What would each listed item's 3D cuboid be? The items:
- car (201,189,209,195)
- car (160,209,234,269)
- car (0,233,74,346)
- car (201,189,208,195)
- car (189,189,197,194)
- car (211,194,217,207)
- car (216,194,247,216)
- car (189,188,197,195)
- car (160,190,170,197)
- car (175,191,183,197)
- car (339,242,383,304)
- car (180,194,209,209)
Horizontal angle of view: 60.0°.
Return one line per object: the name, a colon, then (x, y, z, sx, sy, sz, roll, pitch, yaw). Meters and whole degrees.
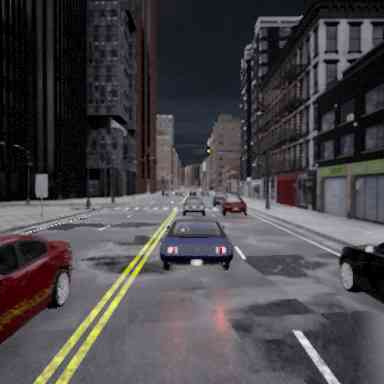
car: (3.462, 0.374, 84.837, 2.033, 1.411, 5.357, 0, 1, 0)
car: (0.124, 1.449, 10.528, 1.895, 1.301, 4.718, 0, 1, 0)
car: (-3.341, 1.403, 4.757, 1.882, 1.535, 5.008, 0, 1, 0)
car: (3.488, 0.034, 95.252, 1.837, 1.490, 4.892, 0, 1, 0)
car: (0.212, 0.307, 84.843, 1.882, 1.535, 5.008, 0, 1, 0)
car: (3.400, 0.951, 39.915, 1.837, 1.490, 4.892, 0, 1, 1)
car: (3.348, 1.091, 27.599, 1.882, 1.535, 5.008, 0, 1, 1)
car: (0.238, -0.115, 95.228, 2.097, 1.767, 4.553, 0, 1, 0)
car: (-6.304, 0.414, 78.427, 1.837, 1.490, 4.892, 0, 1, 0)
car: (-3.055, 0.459, 78.420, 2.033, 1.411, 5.357, 0, 1, 0)
car: (4.236, 1.404, 5.537, 1.882, 1.535, 5.008, 0, 1, 0)
car: (0.167, 1.157, 27.423, 2.033, 1.411, 5.357, 0, 1, 0)
